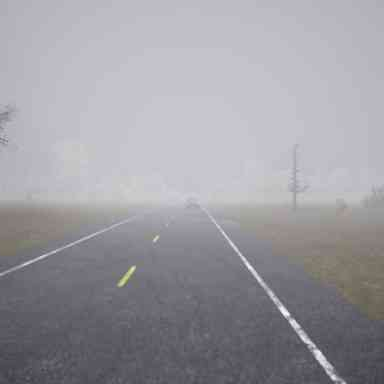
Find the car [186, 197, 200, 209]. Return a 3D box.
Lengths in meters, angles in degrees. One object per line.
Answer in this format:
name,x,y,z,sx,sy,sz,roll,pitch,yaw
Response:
car,0.096,1.706,45.765,1.895,1.301,4.718,0,0,0

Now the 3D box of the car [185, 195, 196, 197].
car,0.093,1.493,62.872,2.097,1.767,4.553,0,0,0

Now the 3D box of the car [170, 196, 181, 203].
car,-3.506,1.660,71.653,1.837,1.490,4.892,0,0,0
